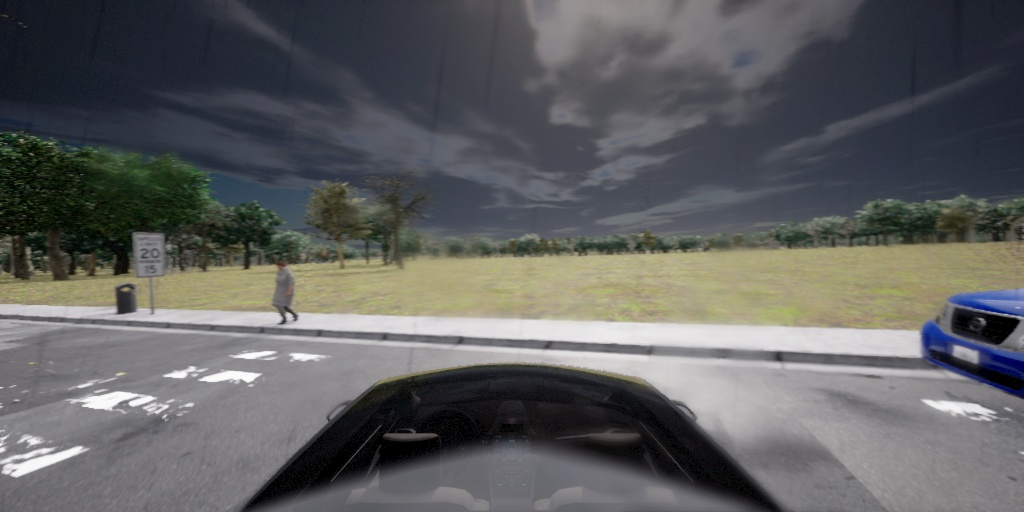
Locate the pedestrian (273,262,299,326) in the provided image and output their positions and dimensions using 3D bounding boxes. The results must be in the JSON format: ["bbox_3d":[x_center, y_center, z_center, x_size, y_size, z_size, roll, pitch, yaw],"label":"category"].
[{"bbox_3d":[-6.509,1.009,10.348,0.375,1.860,0.375,-3,0,18],"label":"pedestrian"}]

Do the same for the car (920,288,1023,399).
[{"bbox_3d":[7.752,0.691,3.193,5.566,2.045,2.150,-2,1,18],"label":"car"}]
